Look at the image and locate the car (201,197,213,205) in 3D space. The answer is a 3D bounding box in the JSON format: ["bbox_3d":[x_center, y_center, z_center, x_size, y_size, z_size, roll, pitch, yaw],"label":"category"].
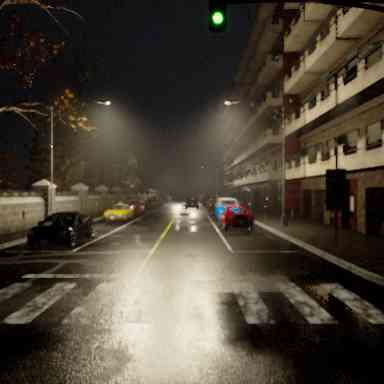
[{"bbox_3d":[2.706,1.578,60.018,2.008,1.369,4.403,0,0,0],"label":"car"}]

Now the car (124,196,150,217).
[{"bbox_3d":[-5.680,1.318,31.869,2.192,1.841,5.009,0,0,0],"label":"car"}]

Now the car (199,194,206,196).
[{"bbox_3d":[2.706,1.336,54.388,2.192,1.841,5.009,0,0,0],"label":"car"}]

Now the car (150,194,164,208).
[{"bbox_3d":[-5.676,1.456,48.760,1.967,1.590,4.097,0,0,0],"label":"car"}]

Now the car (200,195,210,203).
[{"bbox_3d":[2.710,1.484,71.277,1.967,1.590,4.097,0,0,0],"label":"car"}]

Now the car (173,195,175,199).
[{"bbox_3d":[-5.670,1.605,76.909,2.008,1.369,4.403,0,0,0],"label":"car"}]

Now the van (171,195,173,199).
[{"bbox_3d":[-5.670,1.386,71.279,1.690,1.788,3.998,0,0,0],"label":"van"}]

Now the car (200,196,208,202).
[{"bbox_3d":[2.711,1.636,76.908,1.802,1.307,4.206,0,0,0],"label":"car"}]

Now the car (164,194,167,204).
[{"bbox_3d":[-5.674,1.461,54.390,1.967,1.590,4.097,0,0,0],"label":"car"}]

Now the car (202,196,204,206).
[{"bbox_3d":[2.702,1.561,43.127,2.008,1.369,4.403,0,0,0],"label":"car"}]

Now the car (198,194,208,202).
[{"bbox_3d":[2.712,1.381,82.538,2.192,1.841,5.009,0,0,0],"label":"car"}]

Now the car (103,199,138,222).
[{"bbox_3d":[-5.681,1.525,26.069,1.752,1.417,4.829,0,0,0],"label":"car"}]

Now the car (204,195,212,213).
[{"bbox_3d":[2.702,1.446,37.497,1.967,1.590,4.097,0,0,0],"label":"car"}]

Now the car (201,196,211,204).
[{"bbox_3d":[2.708,1.580,65.648,1.887,1.381,4.507,0,0,0],"label":"car"}]

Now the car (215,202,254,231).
[{"bbox_3d":[2.697,1.543,20.606,1.887,1.381,4.507,0,0,0],"label":"car"}]

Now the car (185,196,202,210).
[{"bbox_3d":[0.010,1.558,43.693,2.033,1.411,5.357,0,0,0],"label":"car"}]

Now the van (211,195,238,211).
[{"bbox_3d":[2.699,1.341,26.237,1.690,1.788,3.998,0,0,0],"label":"van"}]

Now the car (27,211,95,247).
[{"bbox_3d":[-5.684,1.564,14.978,1.947,1.339,4.313,0,0,0],"label":"car"}]

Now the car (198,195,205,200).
[{"bbox_3d":[2.715,1.532,93.798,1.967,1.590,4.097,0,0,0],"label":"car"}]

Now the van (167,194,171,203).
[{"bbox_3d":[-5.672,1.377,65.650,1.690,1.788,3.998,0,0,0],"label":"van"}]
